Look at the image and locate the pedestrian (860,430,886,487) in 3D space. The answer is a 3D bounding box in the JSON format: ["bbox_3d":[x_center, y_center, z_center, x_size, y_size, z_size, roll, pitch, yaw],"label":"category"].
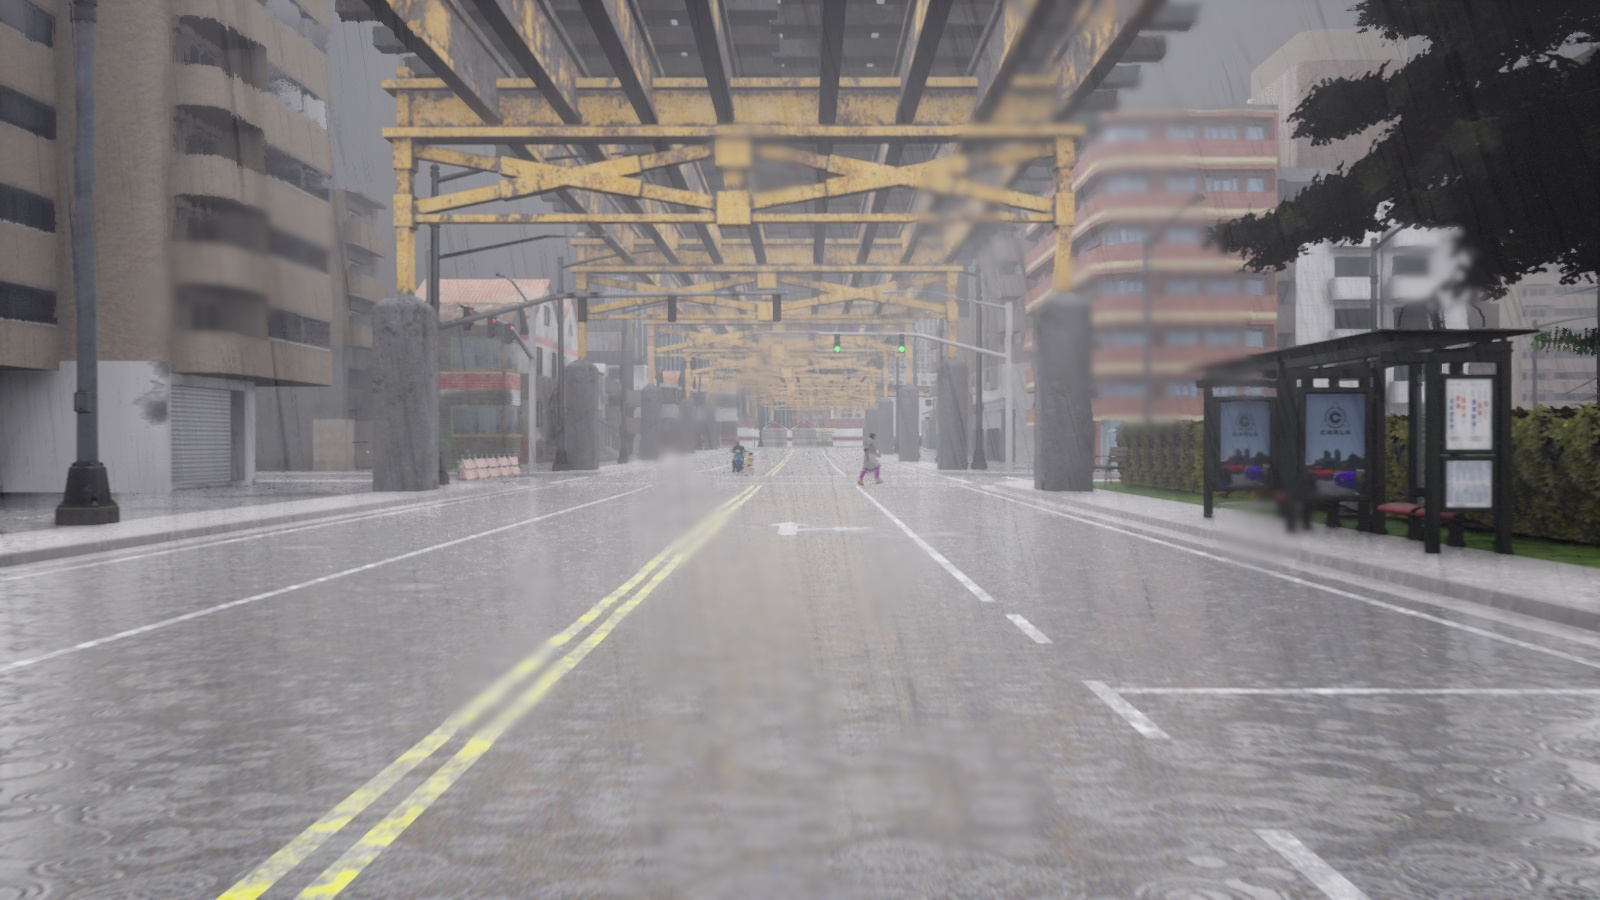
[{"bbox_3d":[2.531,0.297,43.695,0.873,1.952,0.659,0,0,0],"label":"pedestrian"}]

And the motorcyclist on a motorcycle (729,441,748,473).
[{"bbox_3d":[-3.126,0.336,64.040,0.866,1.590,1.817,0,0,0],"label":"motorcyclist on a motorcycle"}]
